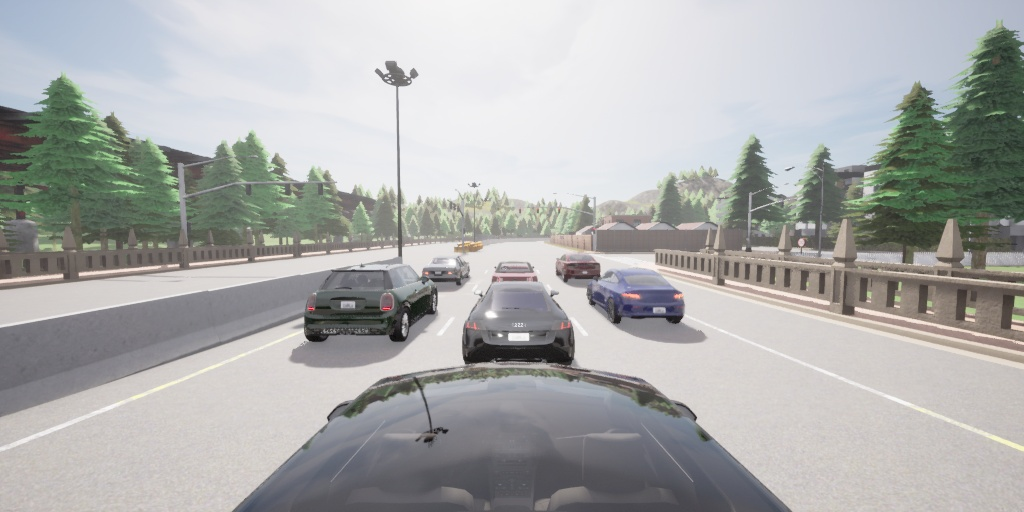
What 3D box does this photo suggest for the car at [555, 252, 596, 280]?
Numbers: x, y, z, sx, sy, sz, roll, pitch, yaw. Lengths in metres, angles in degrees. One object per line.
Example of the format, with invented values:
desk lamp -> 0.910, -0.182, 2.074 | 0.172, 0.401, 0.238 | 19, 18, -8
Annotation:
car -> 3.613, 0.529, 20.244 | 1.882, 1.535, 5.008 | 0, 3, 0

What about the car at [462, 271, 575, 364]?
car -> 0.106, 1.222, 7.794 | 1.994, 1.385, 4.181 | 0, 2, 0

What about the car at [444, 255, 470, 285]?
car -> -3.387, 0.670, 18.972 | 2.033, 1.411, 5.357 | 0, 3, 0

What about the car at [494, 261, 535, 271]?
car -> 0.111, 0.860, 16.555 | 1.895, 1.301, 4.718 | 0, 3, 0

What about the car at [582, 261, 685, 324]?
car -> 3.605, 1.073, 11.051 | 1.812, 1.442, 4.674 | 0, 2, 0

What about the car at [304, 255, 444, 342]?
car -> -3.395, 0.957, 9.550 | 2.097, 1.767, 4.553 | 0, 2, 0
